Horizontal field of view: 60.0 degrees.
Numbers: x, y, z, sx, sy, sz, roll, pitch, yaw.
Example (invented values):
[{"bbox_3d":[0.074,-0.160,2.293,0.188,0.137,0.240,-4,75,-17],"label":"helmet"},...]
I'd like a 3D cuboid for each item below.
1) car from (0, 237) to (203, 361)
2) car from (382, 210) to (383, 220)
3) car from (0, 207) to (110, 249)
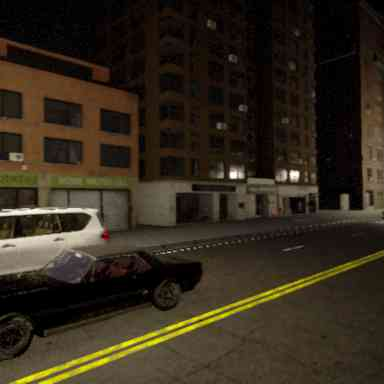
[{"bbox_3d":[-2.056,1.758,6.417,4.718,1.301,1.895,0,-2,-43],"label":"car"},{"bbox_3d":[19.759,1.715,31.529,4.553,1.767,2.097,0,-2,-43],"label":"car"},{"bbox_3d":[-4.769,1.450,8.338,5.566,2.045,2.150,0,-2,-43],"label":"car"}]
